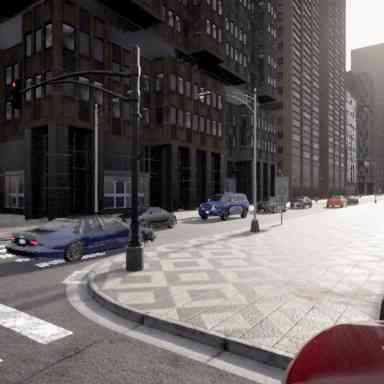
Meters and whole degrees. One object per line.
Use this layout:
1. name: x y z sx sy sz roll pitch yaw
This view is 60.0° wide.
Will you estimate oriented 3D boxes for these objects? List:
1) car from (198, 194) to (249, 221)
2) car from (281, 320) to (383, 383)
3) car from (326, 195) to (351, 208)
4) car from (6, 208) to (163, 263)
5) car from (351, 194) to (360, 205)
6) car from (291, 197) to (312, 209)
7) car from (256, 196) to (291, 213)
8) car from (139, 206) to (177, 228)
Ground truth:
1. car: 2.748 1.161 27.296 2.150 2.045 5.566 0 0 35
2. car: 2.705 1.315 1.032 5.009 1.841 2.192 0 0 35
3. car: 20.527 1.238 46.933 2.097 1.767 4.553 0 0 35
4. car: -3.657 1.530 12.047 2.033 1.411 5.357 0 0 35
5. car: 26.342 1.352 55.169 2.128 1.511 4.902 0 0 35
6. car: 14.358 1.386 43.664 2.128 1.511 4.902 0 0 35
7. car: 8.379 1.270 35.255 2.097 1.767 4.553 0 0 35
8. car: -2.732 1.525 19.527 1.994 1.385 4.181 0 0 35
